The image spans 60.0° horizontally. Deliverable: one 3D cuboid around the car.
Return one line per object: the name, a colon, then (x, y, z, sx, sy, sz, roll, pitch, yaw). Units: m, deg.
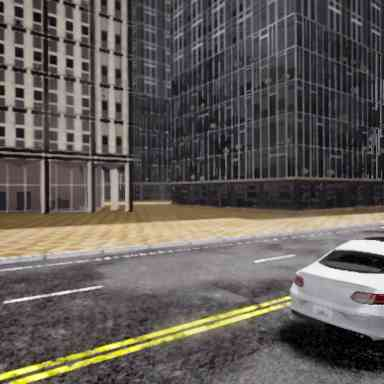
car: (3.771, 1.578, 6.156, 4.674, 1.442, 1.812, 0, 0, -35)
